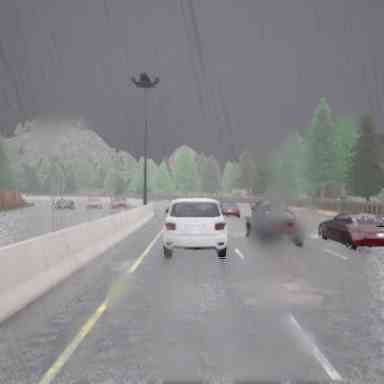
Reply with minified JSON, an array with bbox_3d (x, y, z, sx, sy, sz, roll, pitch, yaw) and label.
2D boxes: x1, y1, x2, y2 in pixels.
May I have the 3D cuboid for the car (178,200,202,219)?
[{"bbox_3d":[-0.264,1.565,30.909,1.837,1.490,4.892,0,0,-4],"label":"car"}]

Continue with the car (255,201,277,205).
[{"bbox_3d":[6.736,1.565,30.896,1.837,1.490,4.892,0,0,-4],"label":"car"}]

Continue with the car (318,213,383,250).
[{"bbox_3d":[7.105,1.592,14.502,1.994,1.385,4.181,0,0,0],"label":"car"}]

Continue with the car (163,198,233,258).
[{"bbox_3d":[0.104,1.246,13.039,2.150,2.045,5.566,0,0,0],"label":"car"}]

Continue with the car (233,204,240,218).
[{"bbox_3d":[3.193,1.625,31.384,1.994,1.385,4.181,0,0,-4],"label":"car"}]

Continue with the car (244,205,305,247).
[{"bbox_3d":[3.606,1.534,15.129,1.837,1.490,4.892,0,0,0],"label":"car"}]
